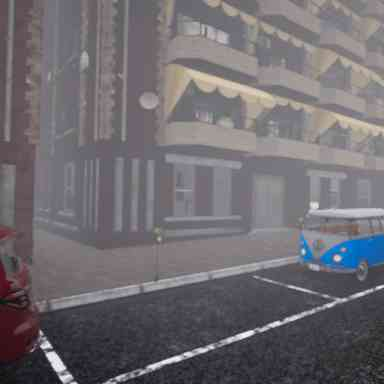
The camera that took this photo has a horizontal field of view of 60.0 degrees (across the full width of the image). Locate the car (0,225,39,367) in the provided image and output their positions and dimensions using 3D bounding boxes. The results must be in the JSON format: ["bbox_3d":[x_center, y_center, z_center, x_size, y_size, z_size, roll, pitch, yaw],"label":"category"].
[{"bbox_3d":[-4.133,1.323,3.077,5.009,1.841,2.192,0,1,-36],"label":"car"}]

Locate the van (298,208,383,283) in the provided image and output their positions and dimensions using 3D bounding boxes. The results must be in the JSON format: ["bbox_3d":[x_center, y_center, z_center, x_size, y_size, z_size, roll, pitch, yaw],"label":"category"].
[{"bbox_3d":[4.789,1.384,9.611,3.998,1.788,1.690,0,1,-36],"label":"van"}]
